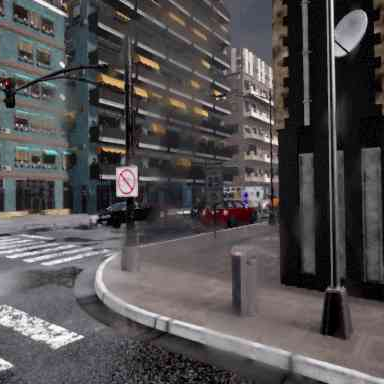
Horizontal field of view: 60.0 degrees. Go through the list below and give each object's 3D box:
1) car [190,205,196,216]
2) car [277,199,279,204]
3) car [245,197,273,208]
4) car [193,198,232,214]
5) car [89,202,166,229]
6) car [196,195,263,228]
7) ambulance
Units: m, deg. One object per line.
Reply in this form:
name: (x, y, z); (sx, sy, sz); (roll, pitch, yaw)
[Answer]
car: (1.718, 1.323, 29.311); (1.837, 1.490, 4.892); (-1, 0, 36)
car: (8.368, 1.082, 38.433); (2.097, 1.767, 4.553); (-1, 0, 36)
car: (8.845, 1.311, 43.501); (1.947, 1.339, 4.313); (-1, 0, 36)
car: (2.180, 1.384, 34.339); (2.008, 1.369, 4.403); (-1, 0, 36)
car: (-4.215, 1.389, 21.159); (2.128, 1.511, 4.902); (-1, 0, 36)
car: (2.383, 1.201, 20.186); (1.967, 1.590, 4.097); (-1, 0, 36)
ambulance: (4.502, 0.787, 27.885); (2.351, 2.431, 6.366); (-1, 0, 36)
